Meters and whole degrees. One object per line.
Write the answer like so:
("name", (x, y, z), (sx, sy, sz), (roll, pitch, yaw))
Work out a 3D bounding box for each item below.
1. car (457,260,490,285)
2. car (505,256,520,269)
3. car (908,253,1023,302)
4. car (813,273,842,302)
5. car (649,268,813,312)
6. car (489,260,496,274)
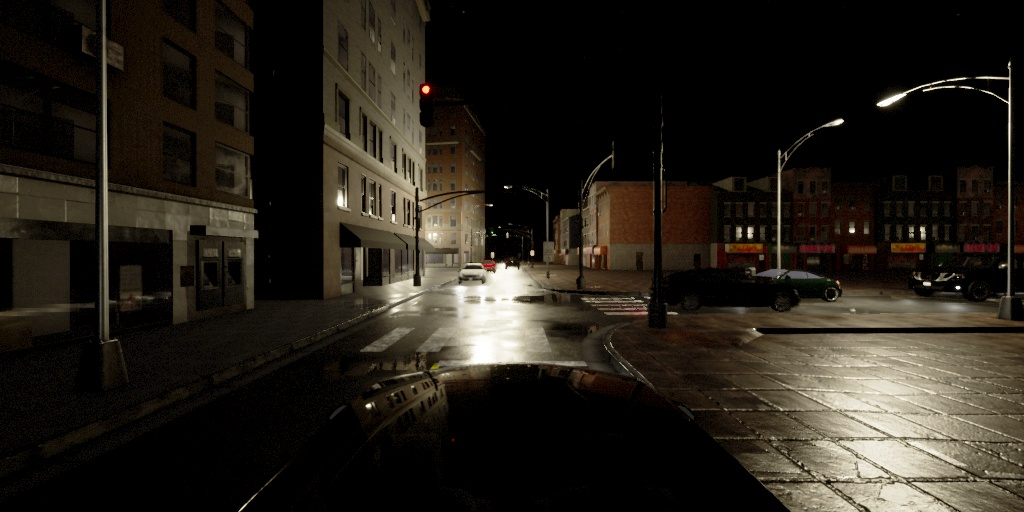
("car", (-2.815, 1.277, 26.429), (1.812, 1.442, 4.674), (0, 0, -1))
("car", (0.065, 0.987, 55.313), (2.150, 2.045, 5.566), (0, 0, 0))
("car", (21.317, 0.884, 16.051), (5.566, 2.045, 2.150), (0, 0, 0))
("car", (12.039, 1.261, 15.999), (4.181, 1.385, 1.994), (0, 0, 0))
("car", (7.835, 1.197, 13.453), (5.008, 1.535, 1.882), (0, 1, 5))
("car", (-2.844, 1.235, 42.149), (1.882, 1.535, 5.008), (0, 0, 0))
